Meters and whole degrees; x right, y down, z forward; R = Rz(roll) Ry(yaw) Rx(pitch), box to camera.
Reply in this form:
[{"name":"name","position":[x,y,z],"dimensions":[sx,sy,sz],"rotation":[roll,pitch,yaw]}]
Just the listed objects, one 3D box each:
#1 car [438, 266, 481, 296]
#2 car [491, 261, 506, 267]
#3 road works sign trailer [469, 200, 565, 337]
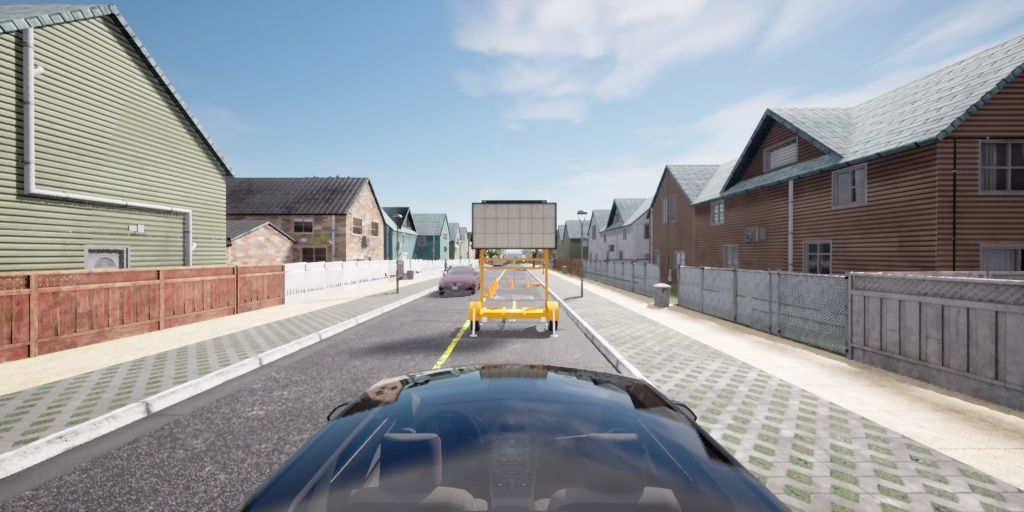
[{"name":"car","position":[-2.735,1.285,19.554],"dimensions":[1.812,1.442,4.674],"rotation":[0,0,0]},{"name":"car","position":[-2.464,1.487,60.100],"dimensions":[2.033,1.411,5.357],"rotation":[0,0,1]},{"name":"road works sign trailer","position":[0.063,0.214,10.276],"dimensions":[2.380,3.560,2.880],"rotation":[0,0,1]}]
